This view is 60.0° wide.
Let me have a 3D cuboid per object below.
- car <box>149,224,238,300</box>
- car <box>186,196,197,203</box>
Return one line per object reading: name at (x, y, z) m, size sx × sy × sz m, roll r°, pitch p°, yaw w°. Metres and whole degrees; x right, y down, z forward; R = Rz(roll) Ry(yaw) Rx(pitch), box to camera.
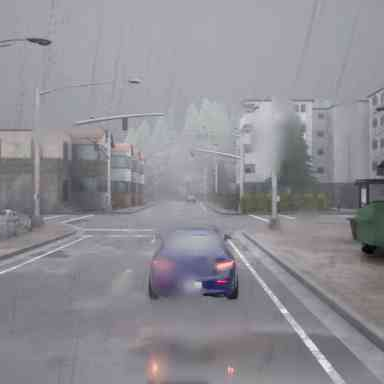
car at (0.040, 1.526, 8.290) m, size 1.812 × 1.442 × 4.674 m, roll 0°, pitch 0°, yaw 0°
car at (-0.143, 1.526, 66.933) m, size 1.812 × 1.442 × 4.674 m, roll 0°, pitch 0°, yaw 0°
